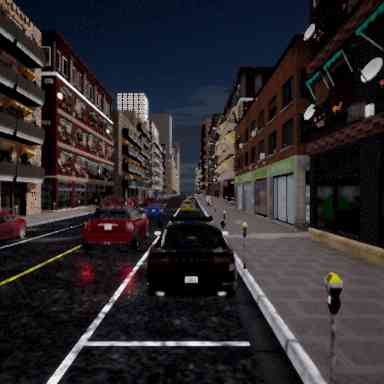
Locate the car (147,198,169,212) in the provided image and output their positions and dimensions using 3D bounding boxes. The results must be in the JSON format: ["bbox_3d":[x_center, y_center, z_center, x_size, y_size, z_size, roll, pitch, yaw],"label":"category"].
[{"bbox_3d":[-3.145,1.564,29.614,2.033,1.411,5.357,0,0,0],"label":"car"}]

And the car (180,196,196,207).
[{"bbox_3d":[-0.454,1.524,37.323,1.752,1.417,4.829,0,0,0],"label":"car"}]

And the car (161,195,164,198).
[{"bbox_3d":[-8.834,1.540,87.882,2.008,1.369,4.403,0,0,0],"label":"car"}]

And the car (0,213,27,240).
[{"bbox_3d":[-8.835,1.582,14.612,1.802,1.307,4.206,0,0,0],"label":"car"}]

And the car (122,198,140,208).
[{"bbox_3d":[-8.834,1.542,48.430,1.887,1.381,4.507,0,0,0],"label":"car"}]

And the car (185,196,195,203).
[{"bbox_3d":[-0.453,1.544,70.970,2.008,1.369,4.403,0,0,0],"label":"car"}]

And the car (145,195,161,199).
[{"bbox_3d":[-6.146,1.510,48.614,1.882,1.535,5.008,0,0,0],"label":"car"}]

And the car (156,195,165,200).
[{"bbox_3d":[-8.834,1.538,93.519,2.008,1.369,4.403,0,0,0],"label":"car"}]

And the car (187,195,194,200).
[{"bbox_3d":[-0.452,1.513,93.685,1.752,1.417,4.829,0,0,0],"label":"car"}]

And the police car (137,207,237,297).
[{"bbox_3d":[-0.011,1.425,8.759,1.930,1.638,5.238,0,0,0],"label":"police car"}]

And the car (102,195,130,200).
[{"bbox_3d":[-8.833,1.314,37.157,2.192,1.841,5.009,0,0,0],"label":"car"}]

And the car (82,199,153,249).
[{"bbox_3d":[-3.145,1.367,14.584,2.097,1.767,4.553,0,0,0],"label":"car"}]
